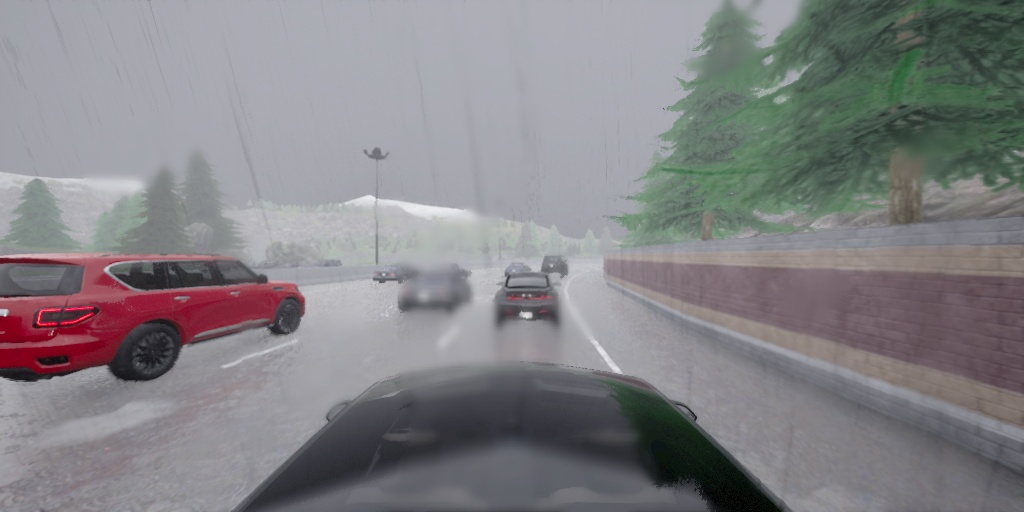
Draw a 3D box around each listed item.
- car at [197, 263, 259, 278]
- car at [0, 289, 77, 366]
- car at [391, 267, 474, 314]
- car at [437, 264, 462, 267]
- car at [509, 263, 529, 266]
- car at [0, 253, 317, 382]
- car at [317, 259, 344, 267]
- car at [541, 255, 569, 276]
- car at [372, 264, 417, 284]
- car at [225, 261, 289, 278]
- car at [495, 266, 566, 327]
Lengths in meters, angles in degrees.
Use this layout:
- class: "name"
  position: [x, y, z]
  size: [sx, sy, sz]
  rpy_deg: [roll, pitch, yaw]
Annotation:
- class: "car"
  position: [-27.958, 1.369, 35.506]
  size: [1.895, 1.301, 4.718]
  rpy_deg: [0, 0, 12]
- class: "car"
  position: [-10.274, 1.355, 5.305]
  size: [1.895, 1.301, 4.718]
  rpy_deg: [0, 0, 1]
- class: "car"
  position: [-2.746, 1.312, 13.855]
  size: [1.994, 1.385, 4.181]
  rpy_deg: [0, 0, 5]
- class: "car"
  position: [-4.582, 1.294, 26.641]
  size: [2.033, 1.411, 5.357]
  rpy_deg: [0, 0, 11]
- class: "car"
  position: [0.640, 1.306, 34.039]
  size: [1.994, 1.385, 4.181]
  rpy_deg: [0, 0, 13]
- class: "car"
  position: [-6.724, 0.973, 7.310]
  size: [2.150, 2.045, 5.566]
  rpy_deg: [0, 0, 2]
- class: "car"
  position: [-17.675, 1.123, 33.384]
  size: [2.097, 1.767, 4.553]
  rpy_deg: [0, 0, 12]
- class: "car"
  position: [4.106, 0.962, 33.659]
  size: [2.150, 2.045, 5.566]
  rpy_deg: [0, 0, 14]
- class: "car"
  position: [-8.156, 1.295, 26.511]
  size: [2.033, 1.411, 5.357]
  rpy_deg: [0, 0, 10]
- class: "car"
  position: [-24.529, 1.259, 34.809]
  size: [2.128, 1.511, 4.902]
  rpy_deg: [0, 0, 12]
- class: "car"
  position: [0.553, 1.252, 11.499]
  size: [1.837, 1.490, 4.892]
  rpy_deg: [0, 0, 4]
